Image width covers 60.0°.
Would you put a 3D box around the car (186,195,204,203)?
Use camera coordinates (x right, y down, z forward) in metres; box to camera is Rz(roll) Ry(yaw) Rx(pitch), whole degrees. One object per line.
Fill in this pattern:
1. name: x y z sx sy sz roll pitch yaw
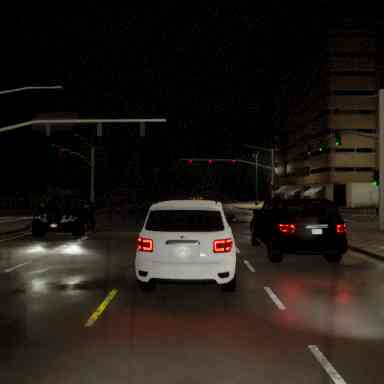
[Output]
1. car: 0.656 1.478 70.349 1.882 1.535 5.008 0 0 23

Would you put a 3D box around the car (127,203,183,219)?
1. car: -3.185 1.624 29.347 4.718 1.301 1.895 0 0 0

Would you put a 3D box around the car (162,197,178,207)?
1. car: -3.367 1.505 51.586 1.837 1.490 4.892 0 0 3

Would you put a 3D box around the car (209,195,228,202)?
1. car: 6.374 1.525 78.980 2.128 1.511 4.902 0 0 38

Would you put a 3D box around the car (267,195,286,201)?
1. car: 21.833 1.524 86.237 4.674 1.442 1.812 0 0 -22

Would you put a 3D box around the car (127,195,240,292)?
1. car: 0.015 1.221 9.130 2.150 2.045 5.566 0 0 4

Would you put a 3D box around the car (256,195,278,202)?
1. car: 18.195 1.540 80.211 5.357 1.411 2.033 0 0 -34

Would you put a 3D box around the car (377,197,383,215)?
1. car: 21.364 1.407 33.183 4.553 1.767 2.097 0 0 0

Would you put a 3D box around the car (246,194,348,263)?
1. car: 3.576 1.221 12.156 2.150 2.045 5.566 0 0 0

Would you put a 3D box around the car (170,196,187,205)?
1. car: -2.431 1.505 60.822 1.837 1.490 4.892 0 0 13

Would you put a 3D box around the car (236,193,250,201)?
1. car: 13.067 1.225 80.719 5.566 2.045 2.150 0 0 -41

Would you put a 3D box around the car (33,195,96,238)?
1. car: -6.757 1.222 18.310 2.150 2.045 5.566 1 0 -6
